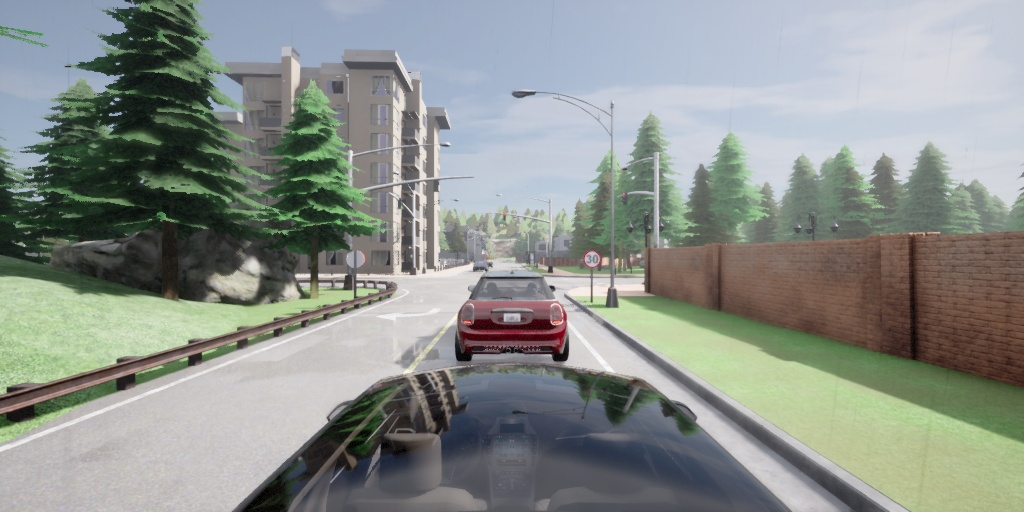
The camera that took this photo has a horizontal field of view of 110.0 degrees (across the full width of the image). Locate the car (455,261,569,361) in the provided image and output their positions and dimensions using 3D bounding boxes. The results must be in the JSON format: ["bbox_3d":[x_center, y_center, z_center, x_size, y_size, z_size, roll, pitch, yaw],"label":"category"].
[{"bbox_3d":[0.001,1.102,8.417,2.097,1.767,4.553,0,0,0],"label":"car"}]

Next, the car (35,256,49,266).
[{"bbox_3d":[-33.951,0.980,24.673,5.566,2.045,2.150,1,0,0],"label":"car"}]

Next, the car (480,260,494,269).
[{"bbox_3d":[-4.101,1.351,59.056,1.895,1.301,4.718,0,0,0],"label":"car"}]
